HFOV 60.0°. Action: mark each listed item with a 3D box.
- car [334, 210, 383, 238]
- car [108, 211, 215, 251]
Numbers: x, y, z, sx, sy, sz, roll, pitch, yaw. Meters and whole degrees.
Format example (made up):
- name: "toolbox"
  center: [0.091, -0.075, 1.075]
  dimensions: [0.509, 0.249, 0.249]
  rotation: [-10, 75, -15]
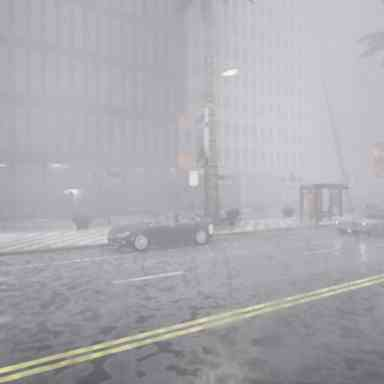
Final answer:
- name: "car"
  center: [9.923, 1.668, 18.210]
  dimensions: [4.718, 1.301, 1.895]
  rotation: [0, -1, -32]
- name: "car"
  center: [-1.235, 1.604, 14.746]
  dimensions: [4.892, 1.521, 2.231]
  rotation: [0, -1, -32]
